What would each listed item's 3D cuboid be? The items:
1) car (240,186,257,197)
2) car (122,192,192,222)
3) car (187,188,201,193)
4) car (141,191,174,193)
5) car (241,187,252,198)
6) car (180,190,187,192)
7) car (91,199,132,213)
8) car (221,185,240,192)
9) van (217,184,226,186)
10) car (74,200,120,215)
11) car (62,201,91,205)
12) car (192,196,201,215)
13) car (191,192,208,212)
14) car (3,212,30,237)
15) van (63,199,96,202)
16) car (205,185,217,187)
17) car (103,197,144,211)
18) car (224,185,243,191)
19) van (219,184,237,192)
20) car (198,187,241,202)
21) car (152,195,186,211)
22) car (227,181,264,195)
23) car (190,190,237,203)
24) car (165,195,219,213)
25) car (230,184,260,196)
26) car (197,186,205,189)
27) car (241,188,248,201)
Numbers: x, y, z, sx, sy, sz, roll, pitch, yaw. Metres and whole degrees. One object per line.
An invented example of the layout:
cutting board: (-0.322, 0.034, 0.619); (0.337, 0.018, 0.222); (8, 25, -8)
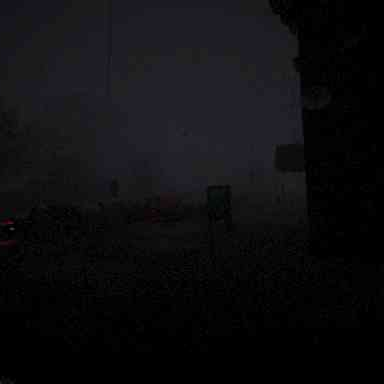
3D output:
car: (7.120, 0.391, 51.986); (4.674, 1.452, 2.002); (-3, 2, 23)
car: (-3.340, 1.412, 27.691); (5.566, 2.045, 2.435); (-3, 1, 23)
car: (-1.484, 0.606, 63.094); (4.792, 1.488, 2.163); (-3, 2, 23)
car: (-5.899, 0.911, 52.832); (5.566, 2.045, 2.435); (-3, 2, 23)
car: (5.915, 0.551, 49.175); (4.674, 1.452, 2.002); (-3, 2, 23)
car: (-3.797, 0.753, 57.873); (4.553, 1.767, 2.185); (-3, 2, 23)
car: (-10.304, 1.788, 42.594); (4.674, 1.452, 2.002); (-3, 2, 23)
car: (10.571, -1.029, 91.315); (4.892, 1.521, 2.231); (-3, 2, 23)
van: (4.960, -0.519, 78.532); (4.442, 1.987, 1.878); (-3, 2, 23)
car: (-11.409, 1.896, 40.034); (4.892, 1.521, 2.231); (-3, 2, 23)
car: (-13.603, 2.155, 34.886); (4.892, 1.521, 2.231); (-3, 1, 23)
car: (-2.133, 1.555, 30.386); (5.008, 1.535, 2.097); (-3, 1, 23)
car: (-1.059, 1.306, 32.995); (4.553, 1.767, 2.185); (-3, 2, 23)
car: (-10.185, 2.036, 22.205); (1.882, 1.535, 5.008); (-3, 0, 11)
van: (-12.410, 1.804, 37.415); (4.442, 1.987, 1.878); (-3, 1, 23)
car: (1.743, -0.110, 70.802); (5.566, 2.045, 2.435); (-3, 2, 23)
car: (-9.249, 1.609, 45.041); (4.892, 1.521, 2.231); (-3, 2, 23)
car: (11.682, -1.176, 93.875); (4.892, 1.521, 2.231); (-3, 2, 23)
van: (9.570, -1.115, 88.696); (4.442, 1.987, 1.878); (-3, 2, 23)
car: (3.623, 0.692, 43.762); (4.553, 1.767, 2.185); (-3, 2, 23)
car: (-2.703, 1.327, 40.664); (2.128, 1.511, 4.902); (-3, 2, 23)
car: (9.392, -0.203, 57.244); (5.566, 2.045, 2.435); (-3, 2, 23)
car: (2.502, 0.967, 41.194); (4.892, 1.521, 2.231); (-3, 2, 23)
car: (-0.035, 1.286, 35.760); (5.366, 1.575, 1.946); (-3, 2, 23)
car: (8.239, 0.073, 54.690); (4.553, 1.767, 2.185); (-3, 2, 23)
car: (-0.450, 0.308, 65.680); (4.553, 1.767, 2.185); (-3, 2, 23)
car: (4.787, 0.693, 46.465); (4.792, 1.488, 2.163); (-3, 2, 23)
